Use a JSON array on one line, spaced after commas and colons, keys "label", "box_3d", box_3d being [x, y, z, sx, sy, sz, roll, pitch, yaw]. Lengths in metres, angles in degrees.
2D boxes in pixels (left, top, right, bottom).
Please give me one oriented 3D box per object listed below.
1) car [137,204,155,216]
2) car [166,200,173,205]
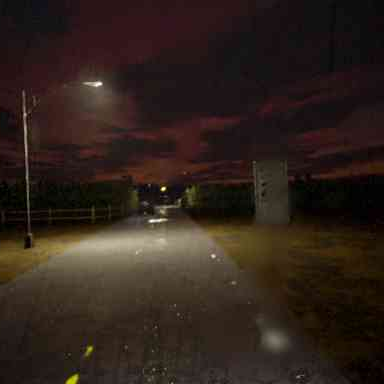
[{"label": "car", "box_3d": [-5.294, 2.021, 38.535, 1.895, 1.301, 4.718, -3, -1, -4]}, {"label": "car", "box_3d": [-6.283, 2.945, 92.333, 1.994, 1.385, 4.181, -3, -2, -4]}]
